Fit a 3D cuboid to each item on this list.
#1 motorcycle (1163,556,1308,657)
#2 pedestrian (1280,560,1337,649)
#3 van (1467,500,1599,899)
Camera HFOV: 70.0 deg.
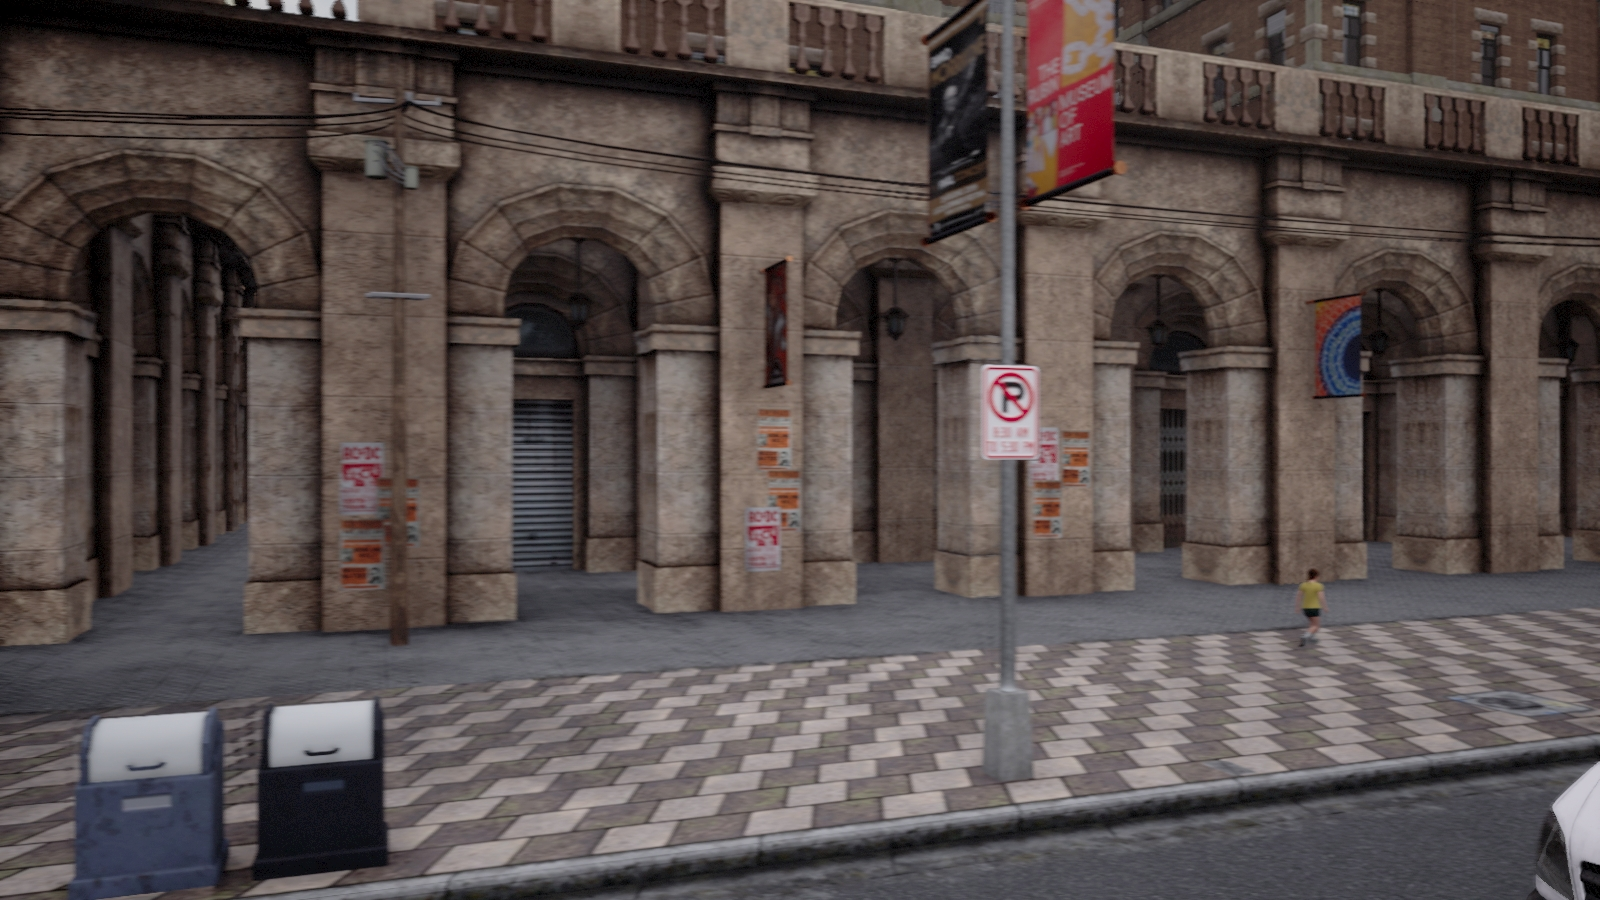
[{"bbox_3d":[6.167,2.182,16.191,1.805,1.236,0.856,0,0,-20],"label":"motorcycle"},{"bbox_3d":[6.870,2.076,15.439,0.500,1.100,0.500,0,0,-32],"label":"pedestrian"},{"bbox_3d":[6.353,1.534,5.615,5.915,2.561,1.988,0,0,-20],"label":"van"}]
